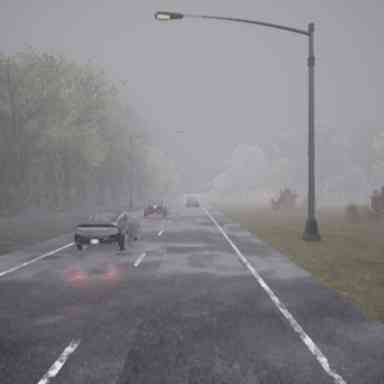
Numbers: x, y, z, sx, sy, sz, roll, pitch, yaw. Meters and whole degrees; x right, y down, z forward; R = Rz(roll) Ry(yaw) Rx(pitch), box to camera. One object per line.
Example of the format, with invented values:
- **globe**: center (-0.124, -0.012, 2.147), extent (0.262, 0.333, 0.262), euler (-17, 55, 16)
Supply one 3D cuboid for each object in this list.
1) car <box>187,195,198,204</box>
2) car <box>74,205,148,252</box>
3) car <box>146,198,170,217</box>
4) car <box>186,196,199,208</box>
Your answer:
- **car**: center (0.020, 1.487, 65.968), extent (2.097, 1.767, 4.553), euler (0, 0, 0)
- **car**: center (-3.397, 1.519, 14.048), extent (2.128, 1.511, 4.902), euler (0, 0, 0)
- **car**: center (-3.366, 1.417, 32.695), extent (2.097, 1.767, 4.553), euler (0, 0, 0)
- **car**: center (0.114, 1.667, 51.773), extent (1.994, 1.385, 4.181), euler (0, 0, 0)
